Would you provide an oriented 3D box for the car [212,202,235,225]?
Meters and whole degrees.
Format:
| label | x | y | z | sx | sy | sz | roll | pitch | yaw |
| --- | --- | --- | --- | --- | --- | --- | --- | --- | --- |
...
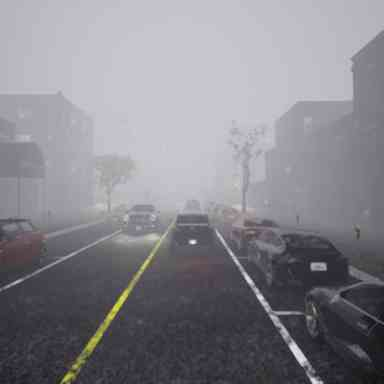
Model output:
| label | x | y | z | sx | sy | sz | roll | pitch | yaw |
| --- | --- | --- | --- | --- | --- | --- | --- | --- | --- |
| car | 2.759 | 1.733 | 25.630 | 1.752 | 1.417 | 4.829 | 0 | 0 | 0 |

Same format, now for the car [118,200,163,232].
| label | x | y | z | sx | sy | sz | roll | pitch | yaw |
| --- | --- | --- | --- | --- | --- | --- | --- | --- | --- |
| car | -3.088 | 1.526 | 21.509 | 2.097 | 1.767 | 4.553 | 0 | 0 | 0 |

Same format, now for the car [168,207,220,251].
| label | x | y | z | sx | sy | sz | roll | pitch | yaw |
| --- | --- | --- | --- | --- | --- | --- | --- | --- | --- |
| car | 0.022 | 1.623 | 14.685 | 1.837 | 1.490 | 4.892 | 0 | -1 | 0 |

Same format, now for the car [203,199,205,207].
| label | x | y | z | sx | sy | sz | roll | pitch | yaw |
| --- | --- | --- | --- | --- | --- | --- | --- | --- | --- |
| car | 2.828 | 1.996 | 50.396 | 1.802 | 1.307 | 4.206 | 0 | 0 | 0 |

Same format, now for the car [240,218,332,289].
| label | x | y | z | sx | sy | sz | roll | pitch | yaw |
| --- | --- | --- | --- | --- | --- | --- | --- | --- | --- |
| car | 2.697 | 1.641 | 9.166 | 1.947 | 1.339 | 4.313 | 0 | 0 | 0 |

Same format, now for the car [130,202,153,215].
| label | x | y | z | sx | sy | sz | roll | pitch | yaw |
| --- | --- | --- | --- | --- | --- | --- | --- | --- | --- |
| car | -5.805 | 1.865 | 38.477 | 2.008 | 1.369 | 4.403 | 1 | 0 | 0 |

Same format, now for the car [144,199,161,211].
| label | x | y | z | sx | sy | sz | roll | pitch | yaw |
| --- | --- | --- | --- | --- | --- | --- | --- | --- | --- |
| car | -5.811 | 1.845 | 49.296 | 1.967 | 1.590 | 4.097 | 0 | 0 | 0 |

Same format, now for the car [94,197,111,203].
| label | x | y | z | sx | sy | sz | roll | pitch | yaw |
| --- | --- | --- | --- | --- | --- | --- | --- | --- | --- |
| car | -19.995 | 1.767 | 72.737 | 4.507 | 1.381 | 1.887 | 1 | -2 | 0 |

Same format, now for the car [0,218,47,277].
| label | x | y | z | sx | sy | sz | roll | pitch | yaw |
| --- | --- | --- | --- | --- | --- | --- | --- | --- | --- |
| car | -5.681 | 1.515 | 9.169 | 1.967 | 1.590 | 4.097 | 1 | 0 | 0 |

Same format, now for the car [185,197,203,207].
| label | x | y | z | sx | sy | sz | roll | pitch | yaw |
| --- | --- | --- | --- | --- | --- | --- | --- | --- | --- |
| car | 0.102 | 1.726 | 45.617 | 2.097 | 1.767 | 4.553 | 0 | 0 | 0 |

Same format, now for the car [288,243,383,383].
| label | x | y | z | sx | sy | sz | roll | pitch | yaw |
| --- | --- | --- | --- | --- | --- | --- | --- | --- | --- |
| car | 2.698 | 1.596 | 3.633 | 1.947 | 1.339 | 4.313 | 0 | 0 | 0 |

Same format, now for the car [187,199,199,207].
| label | x | y | z | sx | sy | sz | roll | pitch | yaw |
| --- | --- | --- | --- | --- | --- | --- | --- | --- | --- |
| car | 0.103 | 1.992 | 60.891 | 2.128 | 1.511 | 4.902 | 0 | -1 | 0 |

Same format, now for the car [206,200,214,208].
| label | x | y | z | sx | sy | sz | roll | pitch | yaw |
| --- | --- | --- | --- | --- | --- | --- | --- | --- | --- |
| car | 2.799 | 1.826 | 33.850 | 2.008 | 1.369 | 4.403 | 0 | 0 | 0 |

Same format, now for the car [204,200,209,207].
| label | x | y | z | sx | sy | sz | roll | pitch | yaw |
| --- | --- | --- | --- | --- | --- | --- | --- | --- | --- |
| car | 2.828 | 1.904 | 41.395 | 1.947 | 1.339 | 4.313 | 0 | 0 | 0 |

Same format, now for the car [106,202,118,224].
| label | x | y | z | sx | sy | sz | roll | pitch | yaw |
| --- | --- | --- | --- | --- | --- | --- | --- | --- | --- |
| car | -5.751 | 1.747 | 27.242 | 1.752 | 1.417 | 4.829 | 1 | 0 | 0 |

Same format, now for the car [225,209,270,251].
| label | x | y | z | sx | sy | sz | roll | pitch | yaw |
| --- | --- | --- | --- | --- | --- | --- | --- | --- | --- |
| car | 2.705 | 1.662 | 14.393 | 1.887 | 1.381 | 4.507 | 0 | 0 | 0 |
